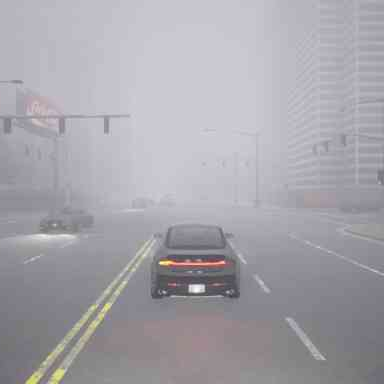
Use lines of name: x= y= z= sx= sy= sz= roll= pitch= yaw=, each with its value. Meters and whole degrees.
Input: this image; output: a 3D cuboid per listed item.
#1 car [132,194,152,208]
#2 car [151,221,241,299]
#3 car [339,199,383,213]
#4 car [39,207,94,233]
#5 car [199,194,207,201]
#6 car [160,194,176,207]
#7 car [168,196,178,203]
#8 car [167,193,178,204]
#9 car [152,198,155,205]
car: x=-7.409 y=1.491 z=47.742 sx=2.128 sy=1.511 sz=4.902 roll=0 pitch=0 yaw=0
car: x=0.056 y=1.505 z=8.462 sx=1.837 sy=1.490 sz=4.892 roll=0 pitch=0 yaw=-1
car: x=18.448 y=1.477 z=35.673 sx=5.008 sy=1.535 sz=1.882 roll=0 pitch=0 yaw=-1
car: x=-7.218 y=1.564 z=19.490 sx=1.994 sy=1.385 sz=4.181 roll=0 pitch=0 yaw=0
car: x=2.924 y=1.355 z=88.718 sx=2.097 sy=1.767 sz=4.553 roll=0 pitch=0 yaw=0
car: x=-3.911 y=1.526 z=51.719 sx=1.812 sy=1.442 sz=4.674 roll=0 pitch=0 yaw=0
car: x=-3.962 y=1.595 z=71.344 sx=1.895 sy=1.301 sz=4.718 roll=0 pitch=0 yaw=0
car: x=-3.959 y=1.221 z=61.298 sx=2.150 sy=2.045 sz=5.566 roll=0 pitch=0 yaw=0
car: x=-7.449 y=1.601 z=57.006 sx=1.895 sy=1.301 sz=4.718 roll=0 pitch=0 yaw=0
